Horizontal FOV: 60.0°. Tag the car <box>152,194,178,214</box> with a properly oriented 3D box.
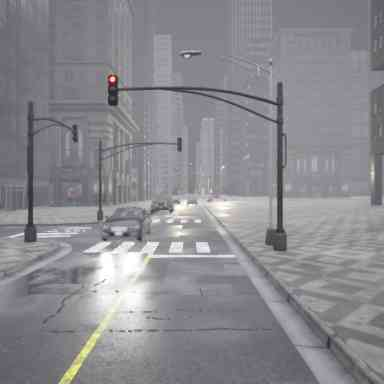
[{"bbox_3d":[-3.072,1.221,36.330,2.150,2.045,5.566,0,0,1],"label":"car"}]

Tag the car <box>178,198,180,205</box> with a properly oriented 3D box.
[{"bbox_3d":[-3.021,1.612,57.788,1.895,1.301,4.718,0,0,1],"label":"car"}]

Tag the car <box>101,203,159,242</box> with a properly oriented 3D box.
[{"bbox_3d":[-3.099,1.496,16.509,2.128,1.511,4.902,0,0,0],"label":"car"}]

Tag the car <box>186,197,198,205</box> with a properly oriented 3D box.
[{"bbox_3d":[0.026,1.559,57.639,2.033,1.411,5.357,0,0,0],"label":"car"}]
